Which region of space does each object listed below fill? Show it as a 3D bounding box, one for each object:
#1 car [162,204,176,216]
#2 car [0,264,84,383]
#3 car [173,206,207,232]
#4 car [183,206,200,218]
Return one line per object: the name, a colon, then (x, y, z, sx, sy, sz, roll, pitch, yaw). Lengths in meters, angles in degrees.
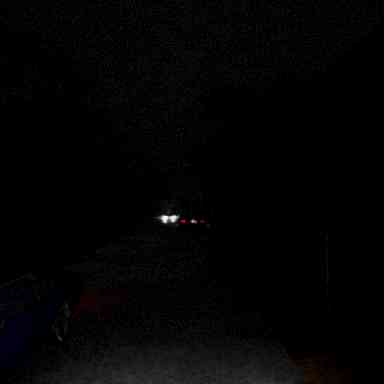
car: (-3.026, 2.421, 45.334, 2.128, 1.511, 4.902, 0, -2, 0)
car: (-2.858, 1.640, 3.749, 1.895, 1.301, 4.718, 0, -1, 0)
car: (0.043, 1.881, 22.594, 2.033, 1.411, 5.357, 0, -1, 0)
car: (-0.055, 2.383, 40.605, 1.895, 1.301, 4.718, 0, -2, 0)
